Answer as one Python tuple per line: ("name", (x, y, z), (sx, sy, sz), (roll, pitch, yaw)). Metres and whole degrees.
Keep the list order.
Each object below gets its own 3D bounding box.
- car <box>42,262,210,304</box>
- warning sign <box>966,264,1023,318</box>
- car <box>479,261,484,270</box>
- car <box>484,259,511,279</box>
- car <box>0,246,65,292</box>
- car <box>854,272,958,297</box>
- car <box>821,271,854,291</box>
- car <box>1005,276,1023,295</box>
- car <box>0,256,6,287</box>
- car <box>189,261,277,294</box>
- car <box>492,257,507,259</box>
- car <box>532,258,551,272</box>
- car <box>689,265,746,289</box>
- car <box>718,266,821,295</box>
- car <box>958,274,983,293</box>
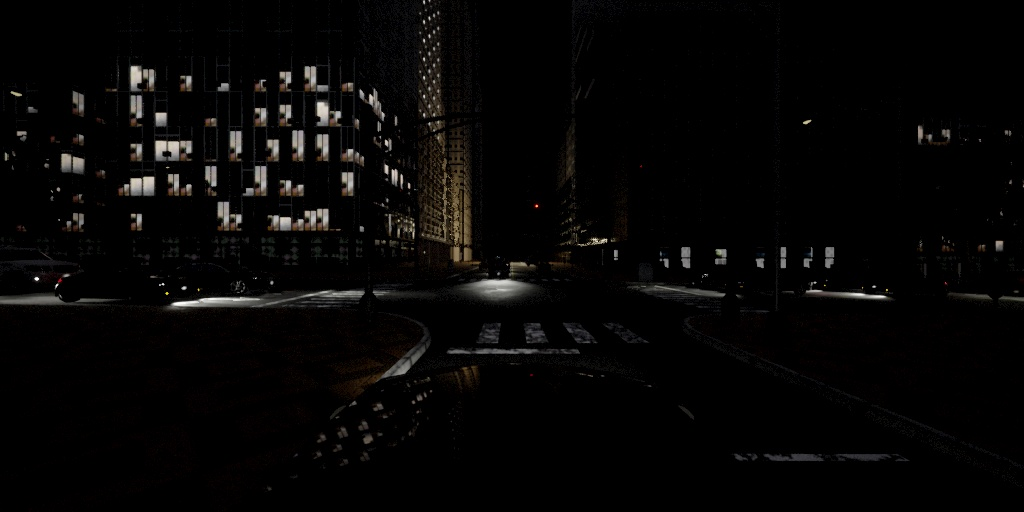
("car", (-15.040, 1.063, 14.191), (4.181, 1.385, 1.994), (1, 0, -2))
("warning sign", (17.309, 1.204, 12.837), (1.060, 1.860, 1.300), (0, 0, -2))
("car", (-3.869, 1.342, 52.199), (1.802, 1.307, 4.207), (0, 0, 0))
("car", (-1.222, 1.260, 32.936), (2.128, 1.511, 4.902), (0, 0, -2))
("car", (-24.081, 0.553, 17.051), (5.566, 2.045, 2.150), (1, 0, -2))
("car", (24.730, 1.782, 22.619), (4.181, 1.385, 1.994), (1, 0, -3))
("car", (23.694, 1.763, 25.841), (4.181, 1.385, 1.994), (1, 0, -5))
("car", (34.493, 1.746, 23.032), (4.553, 1.767, 2.097), (1, 0, -2))
("car", (-23.687, 0.832, 13.820), (4.902, 1.511, 2.128), (1, 0, -3))
("car", (-14.241, 1.004, 17.486), (4.902, 1.511, 2.128), (1, 0, -3))
("car", (-1.392, 1.115, 44.824), (2.097, 1.767, 4.553), (0, 0, 0))
("car", (4.067, 1.329, 46.681), (1.948, 1.339, 4.313), (0, 0, 0))
("car", (15.071, 1.396, 25.452), (4.553, 1.767, 2.097), (1, 0, -3))
("car", (15.862, 1.564, 22.244), (4.892, 1.490, 1.837), (1, 0, -4))
("car", (33.788, 1.980, 26.257), (4.718, 1.301, 1.895), (1, 0, -2))
